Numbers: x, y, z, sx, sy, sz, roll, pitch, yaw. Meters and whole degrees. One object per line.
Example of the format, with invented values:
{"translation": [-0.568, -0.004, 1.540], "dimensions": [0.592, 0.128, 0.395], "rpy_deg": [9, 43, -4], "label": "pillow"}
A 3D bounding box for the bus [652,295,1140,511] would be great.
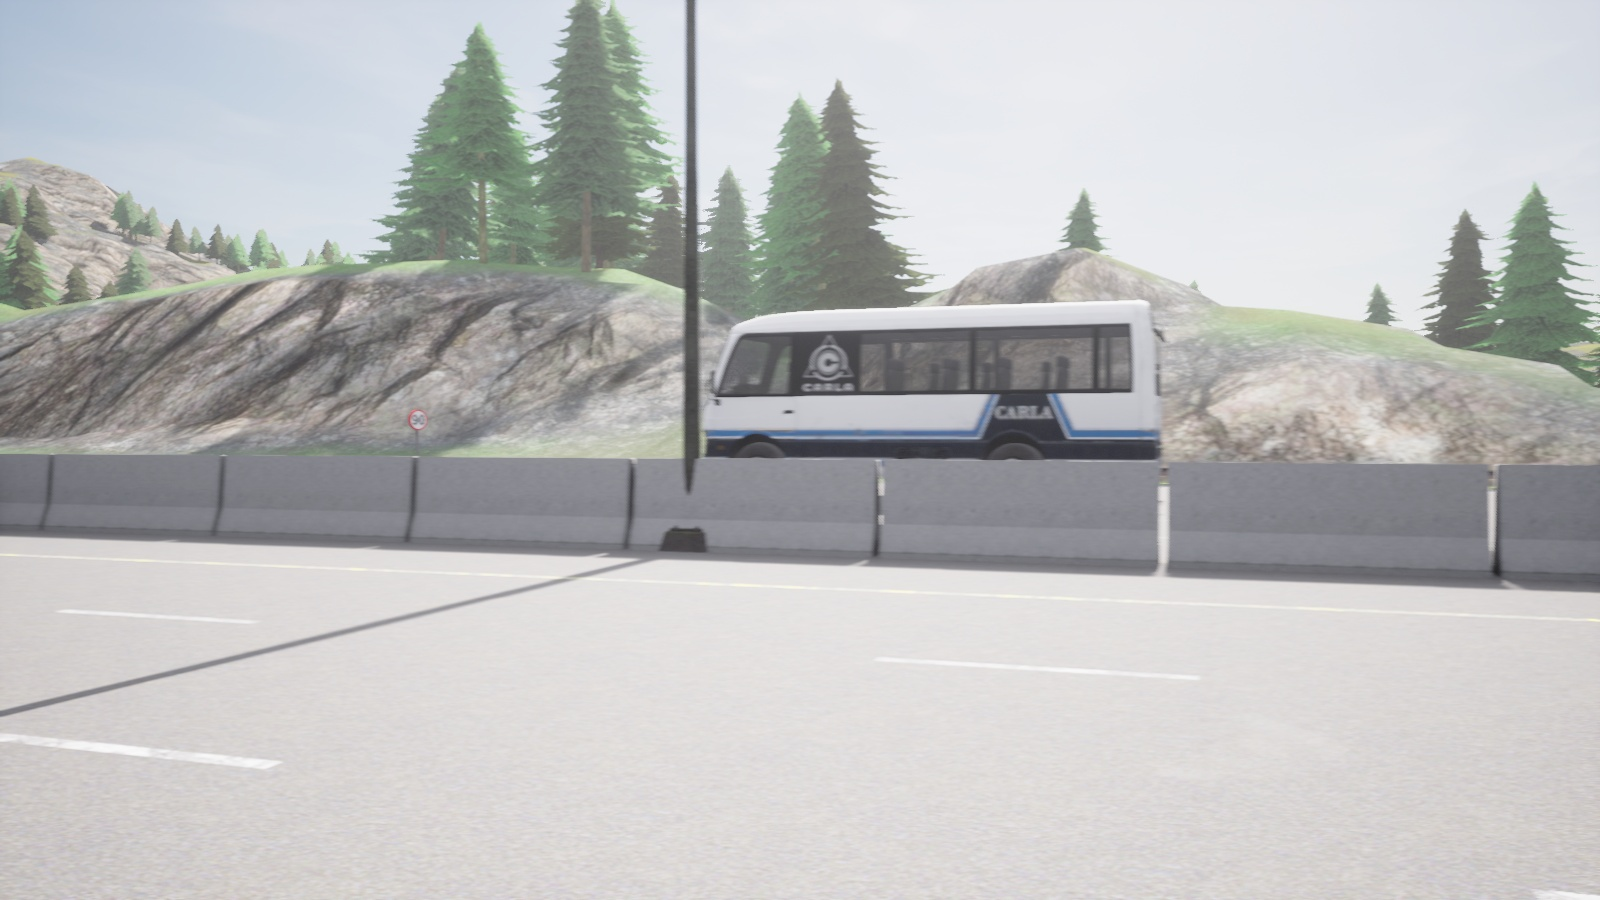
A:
{"translation": [2.193, -1.015, 28.267], "dimensions": [10.273, 4.253, 3.944], "rpy_deg": [1, 1, 19], "label": "bus"}
